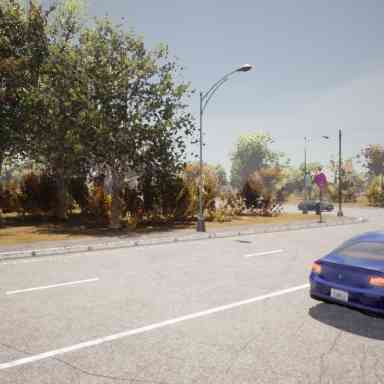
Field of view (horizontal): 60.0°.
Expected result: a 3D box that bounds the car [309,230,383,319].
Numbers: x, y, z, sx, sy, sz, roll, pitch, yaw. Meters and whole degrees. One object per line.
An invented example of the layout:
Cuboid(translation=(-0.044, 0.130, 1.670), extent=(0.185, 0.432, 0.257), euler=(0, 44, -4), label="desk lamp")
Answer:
Cuboid(translation=(4.299, 1.526, 6.821), extent=(4.674, 1.442, 1.812), euler=(0, 0, -36), label="car")

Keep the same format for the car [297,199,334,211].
Cuboid(translation=(14.628, 1.564, 39.470), extent=(1.994, 1.385, 4.181), euler=(0, 0, -32), label="car")
